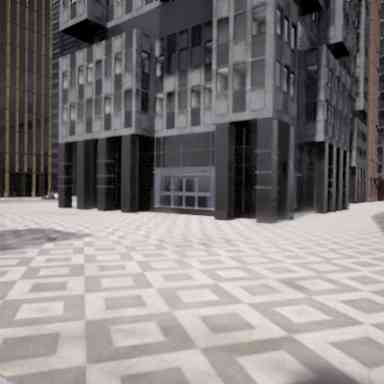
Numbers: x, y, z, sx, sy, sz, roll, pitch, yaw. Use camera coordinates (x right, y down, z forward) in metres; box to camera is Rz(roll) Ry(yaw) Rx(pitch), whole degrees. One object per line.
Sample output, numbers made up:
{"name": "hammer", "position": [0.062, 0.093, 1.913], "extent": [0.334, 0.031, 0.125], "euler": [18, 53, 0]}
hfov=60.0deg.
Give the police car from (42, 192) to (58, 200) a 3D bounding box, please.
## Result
{"name": "police car", "position": [-26.128, 0.775, 63.715], "extent": [2.038, 1.542, 4.974], "euler": [1, 1, 36]}
